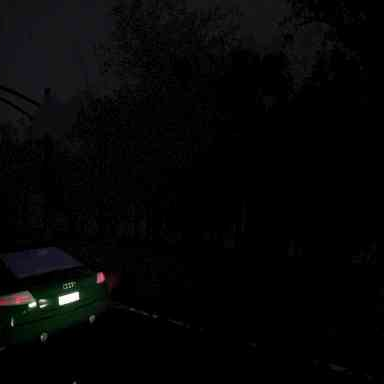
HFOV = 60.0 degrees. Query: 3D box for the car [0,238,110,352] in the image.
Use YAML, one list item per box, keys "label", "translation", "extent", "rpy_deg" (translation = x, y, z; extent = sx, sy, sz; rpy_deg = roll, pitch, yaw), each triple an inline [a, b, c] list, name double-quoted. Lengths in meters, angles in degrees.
- label: "car"
  translation: [-3.479, 1.564, 6.146]
  extent: [4.181, 1.385, 1.994]
  rpy_deg: [0, 0, 35]
